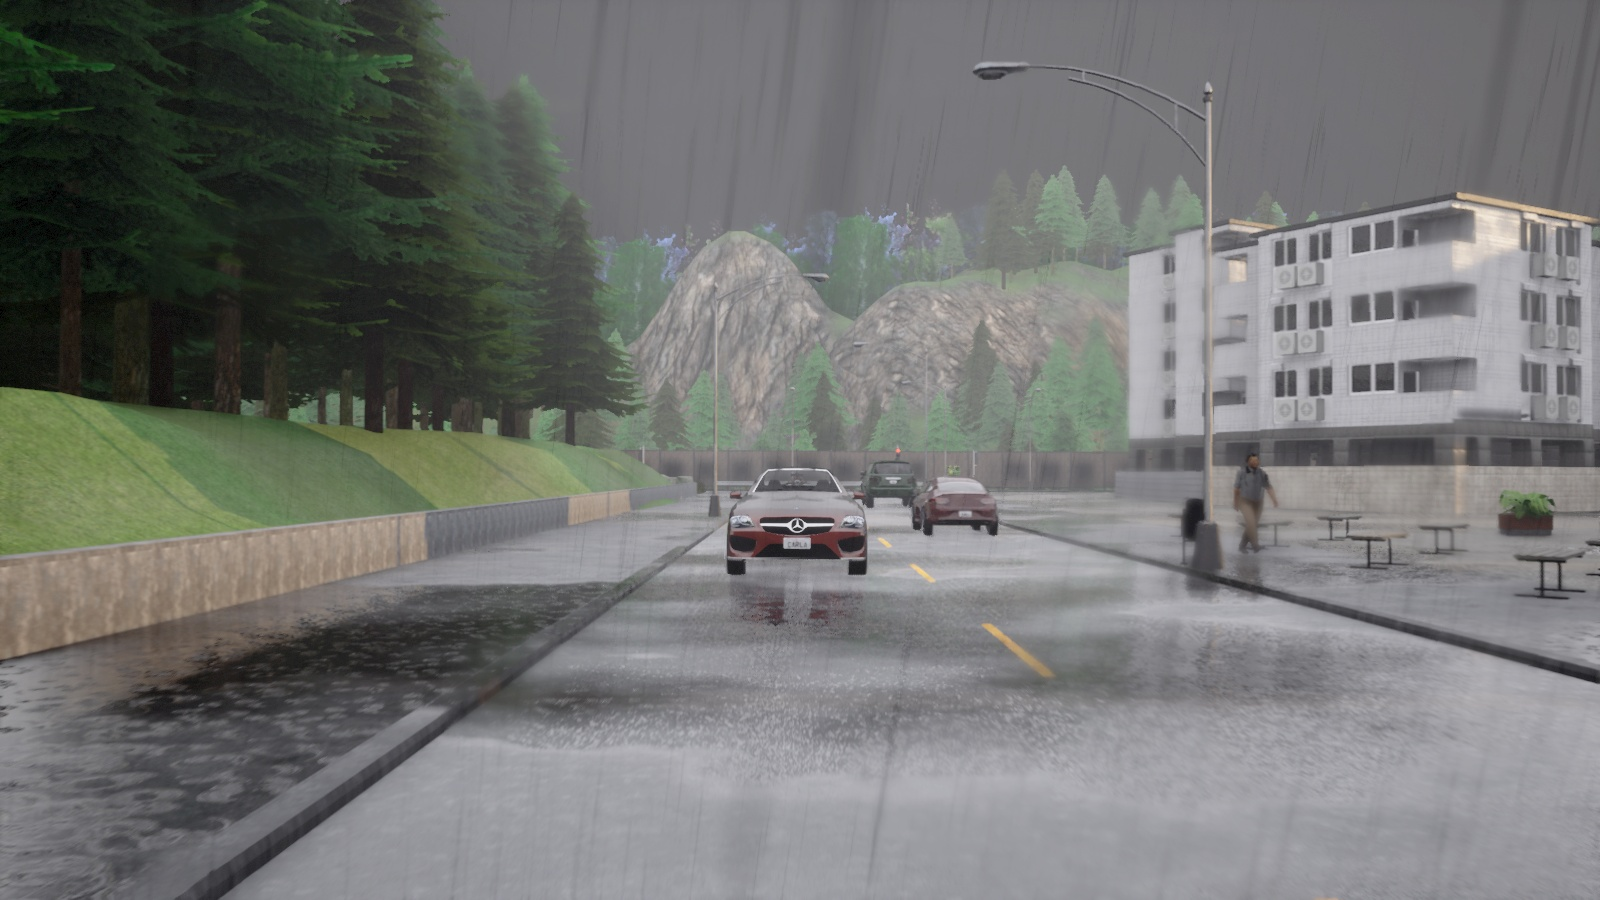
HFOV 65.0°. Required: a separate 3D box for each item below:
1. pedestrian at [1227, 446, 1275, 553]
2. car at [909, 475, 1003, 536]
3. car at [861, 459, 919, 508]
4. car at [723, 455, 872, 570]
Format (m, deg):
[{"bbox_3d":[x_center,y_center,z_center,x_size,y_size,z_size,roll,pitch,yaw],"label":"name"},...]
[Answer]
[{"bbox_3d":[7.947,0.864,22.162,0.540,1.848,0.694,0,-1,-4],"label":"pedestrian"},{"bbox_3d":[3.937,1.366,32.329,1.812,1.442,4.674,0,-1,0],"label":"car"},{"bbox_3d":[3.892,1.443,55.237,2.150,2.045,5.566,0,-1,0],"label":"car"},{"bbox_3d":[-0.042,0.939,20.642,2.152,1.651,5.027,0,-1,0],"label":"car"}]
